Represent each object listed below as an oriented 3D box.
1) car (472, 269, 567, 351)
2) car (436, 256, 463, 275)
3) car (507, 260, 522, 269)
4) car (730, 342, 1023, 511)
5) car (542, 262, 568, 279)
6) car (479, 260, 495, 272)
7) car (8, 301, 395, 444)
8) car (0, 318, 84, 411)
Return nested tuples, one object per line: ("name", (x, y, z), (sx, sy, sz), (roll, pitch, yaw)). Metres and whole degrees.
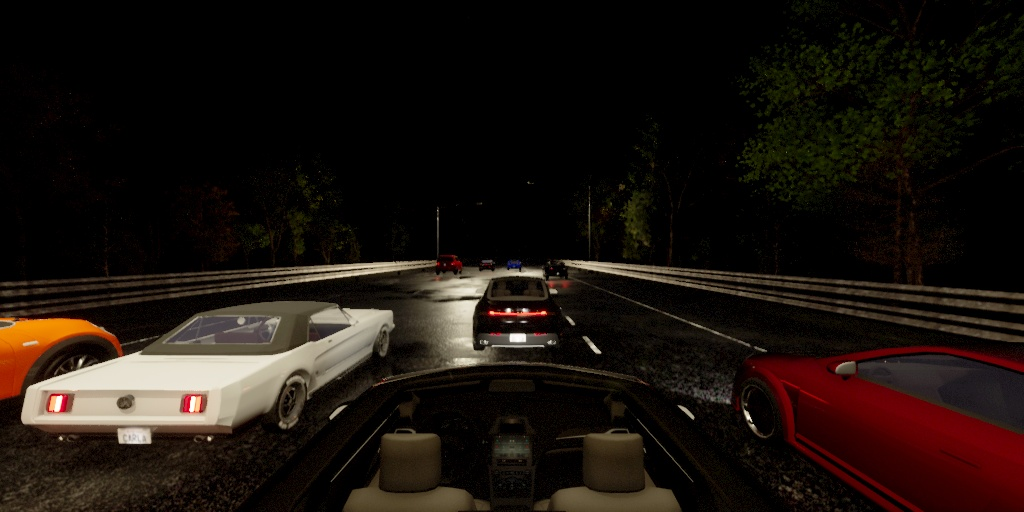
("car", (0.122, 1.248, 8.955), (1.837, 1.490, 4.892), (0, 0, 0))
("car", (-6.736, 0.972, 38.706), (2.150, 2.045, 5.566), (0, 0, 0))
("car", (0.317, 1.235, 50.251), (1.882, 1.535, 5.008), (0, 0, 0))
("car", (3.601, 1.313, 2.578), (1.994, 1.385, 4.181), (0, 0, 0))
("car", (3.733, 1.237, 31.460), (2.128, 1.511, 4.902), (0, 0, 0))
("car", (-3.199, 1.246, 46.610), (2.128, 1.511, 4.902), (0, 0, 0))
("car", (-3.401, 1.347, 5.474), (1.895, 1.301, 4.718), (0, 0, 0))
("car", (-6.919, 1.100, 3.473), (2.097, 1.767, 4.553), (0, 0, 1))
